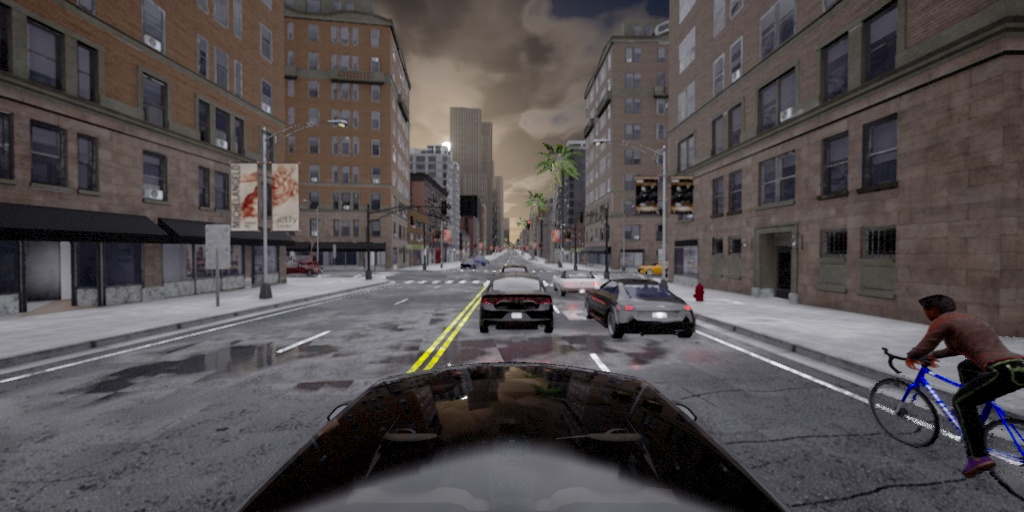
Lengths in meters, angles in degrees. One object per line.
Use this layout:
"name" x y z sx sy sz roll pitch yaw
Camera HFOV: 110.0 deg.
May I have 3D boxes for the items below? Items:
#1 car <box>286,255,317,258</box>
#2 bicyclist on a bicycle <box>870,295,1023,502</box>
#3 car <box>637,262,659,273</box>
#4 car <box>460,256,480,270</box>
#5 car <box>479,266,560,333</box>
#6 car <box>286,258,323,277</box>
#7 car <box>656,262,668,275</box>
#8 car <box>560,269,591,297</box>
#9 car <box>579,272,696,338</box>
"car" -23.810 0.847 39.116 5.009 1.841 2.192 0 0 -8
"bicyclist on a bicycle" 4.149 1.203 3.335 0.582 1.620 1.656 0 0 0
"car" 16.408 1.351 39.475 5.008 1.535 1.882 0 1 0
"car" -6.470 1.112 53.680 2.097 1.767 4.553 0 0 0
"car" 0.120 1.229 10.764 1.882 1.535 5.008 0 0 0
"car" -20.380 1.158 33.785 4.674 1.442 1.812 1 1 -8
"car" 16.280 1.521 33.531 4.313 1.339 1.948 0 0 0
"car" 3.289 1.353 18.968 1.895 1.301 4.718 0 0 0
"car" 3.357 1.315 10.154 1.994 1.385 4.181 0 0 0
